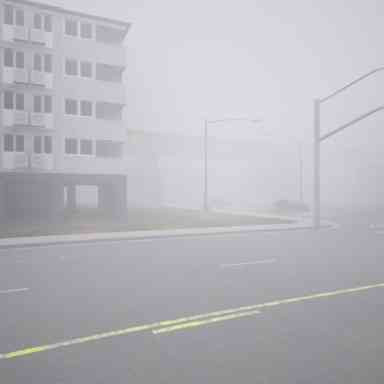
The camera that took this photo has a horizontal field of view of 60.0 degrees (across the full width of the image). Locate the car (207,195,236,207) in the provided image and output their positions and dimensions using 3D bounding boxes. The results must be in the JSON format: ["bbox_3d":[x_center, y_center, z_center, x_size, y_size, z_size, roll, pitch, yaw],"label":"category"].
[{"bbox_3d":[4.402,1.507,51.461,1.837,1.490,4.892,-1,0,-20],"label":"car"}]

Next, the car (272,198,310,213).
[{"bbox_3d":[10.929,1.504,37.149,1.837,1.490,4.892,0,0,-25],"label":"car"}]

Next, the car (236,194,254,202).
[{"bbox_3d":[11.118,1.540,75.343,2.033,1.411,5.357,0,0,41],"label":"car"}]
